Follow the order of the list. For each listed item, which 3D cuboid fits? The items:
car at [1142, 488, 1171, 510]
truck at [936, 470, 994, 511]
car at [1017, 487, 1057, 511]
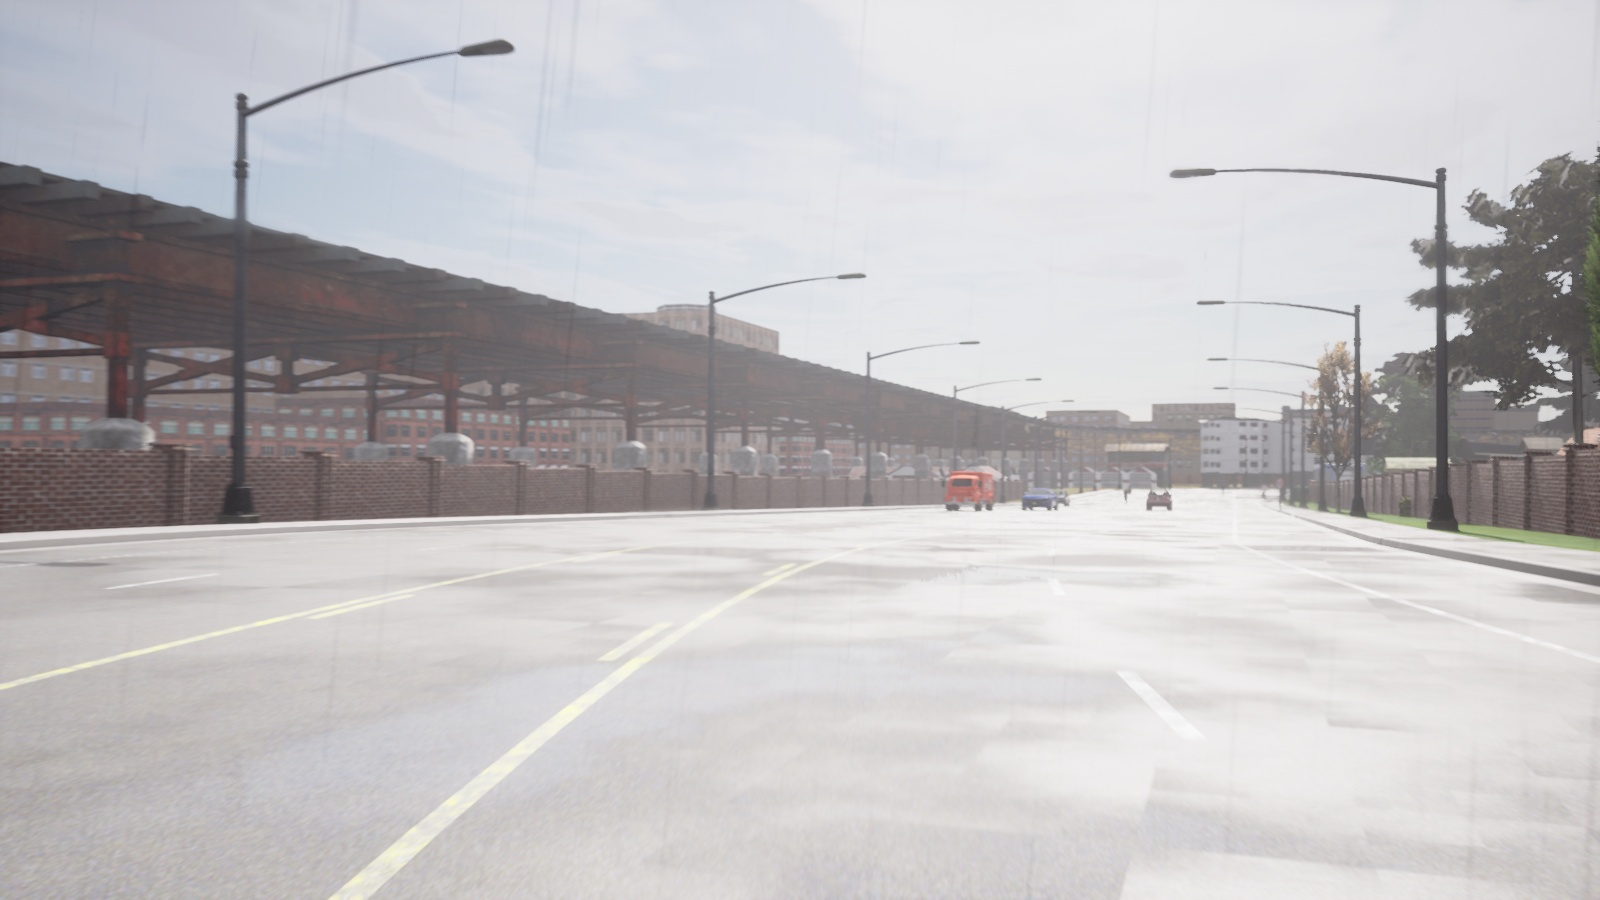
[{"bbox_3d":[26.475,3.631,93.075,1.851,1.617,3.988,0,-2,19],"label":"car"},{"bbox_3d":[10.350,2.559,78.453,2.627,2.467,5.204,0,-2,19],"label":"truck"},{"bbox_3d":[15.771,3.257,83.463,1.882,1.535,5.008,0,-2,19],"label":"car"}]
